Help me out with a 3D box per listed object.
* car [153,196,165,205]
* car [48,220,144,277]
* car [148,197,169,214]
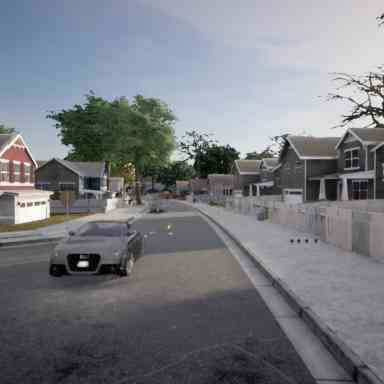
[{"bbox_3d":[-6.099,1.589,61.647,2.128,1.511,4.902,0,0,-7],"label":"car"},{"bbox_3d":[-2.662,1.569,10.122,1.994,1.385,4.181,0,0,0],"label":"car"},{"bbox_3d":[-3.637,1.597,36.215,1.837,1.490,4.892,0,0,-4],"label":"car"}]
